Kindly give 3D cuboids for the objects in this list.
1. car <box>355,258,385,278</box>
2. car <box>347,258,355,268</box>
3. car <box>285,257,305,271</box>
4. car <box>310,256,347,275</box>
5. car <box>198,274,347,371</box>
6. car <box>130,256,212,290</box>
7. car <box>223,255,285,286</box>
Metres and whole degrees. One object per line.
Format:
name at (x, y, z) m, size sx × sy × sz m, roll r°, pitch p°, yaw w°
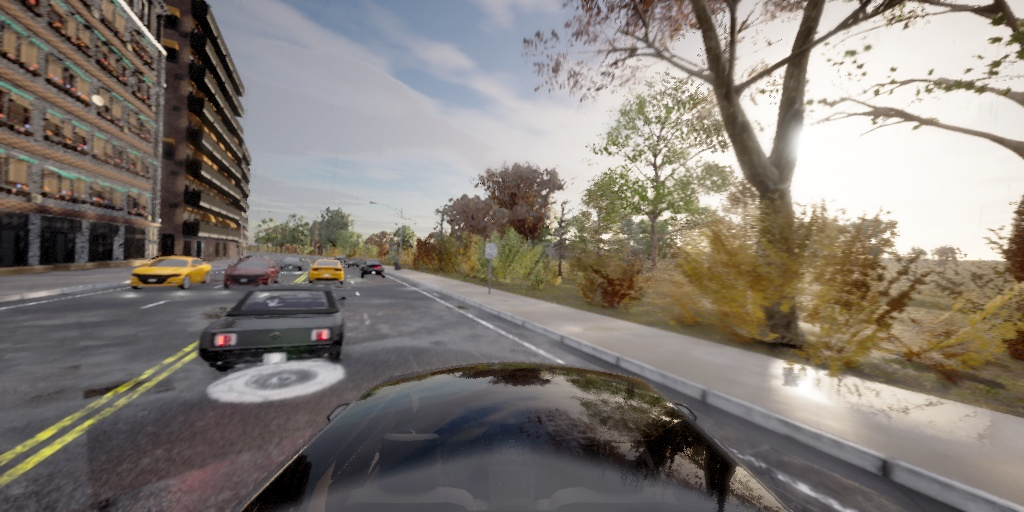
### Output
car at (-12.232, 1.050, 31.120) m, size 1.837 × 1.490 × 4.892 m, roll 2°, pitch 0°, yaw -27°
car at (-21.471, 0.949, 48.911) m, size 1.895 × 1.301 × 4.718 m, roll 2°, pitch 0°, yaw -28°
car at (-22.503, 0.791, 36.801) m, size 1.812 × 1.442 × 4.674 m, roll 2°, pitch 0°, yaw -27°
car at (-12.142, 0.970, 23.633) m, size 1.882 × 1.535 × 5.008 m, roll 2°, pitch 0°, yaw -26°
car at (-4.486, 1.239, 7.447) m, size 1.895 × 1.301 × 4.718 m, roll 2°, pitch 0°, yaw -25°
car at (-16.812, 0.768, 17.937) m, size 1.882 × 1.535 × 5.008 m, roll 2°, pitch 0°, yaw -26°
car at (-13.948, 0.878, 19.475) m, size 1.882 × 1.535 × 5.008 m, roll 2°, pitch 0°, yaw -26°
